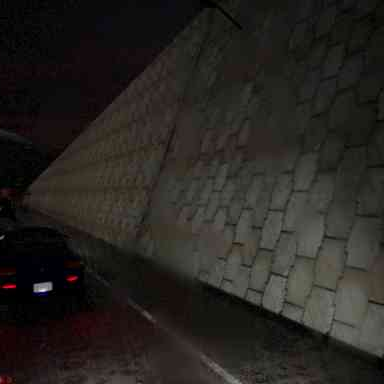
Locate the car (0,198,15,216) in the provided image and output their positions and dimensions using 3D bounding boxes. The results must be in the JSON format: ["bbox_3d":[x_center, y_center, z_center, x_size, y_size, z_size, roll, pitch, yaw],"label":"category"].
[{"bbox_3d":[-15.484,1.286,26.686,2.097,1.767,4.553,0,0,-32],"label":"car"}]

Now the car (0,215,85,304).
[{"bbox_3d":[-3.840,1.509,7.838,1.812,1.442,4.674,0,0,-32],"label":"car"}]
